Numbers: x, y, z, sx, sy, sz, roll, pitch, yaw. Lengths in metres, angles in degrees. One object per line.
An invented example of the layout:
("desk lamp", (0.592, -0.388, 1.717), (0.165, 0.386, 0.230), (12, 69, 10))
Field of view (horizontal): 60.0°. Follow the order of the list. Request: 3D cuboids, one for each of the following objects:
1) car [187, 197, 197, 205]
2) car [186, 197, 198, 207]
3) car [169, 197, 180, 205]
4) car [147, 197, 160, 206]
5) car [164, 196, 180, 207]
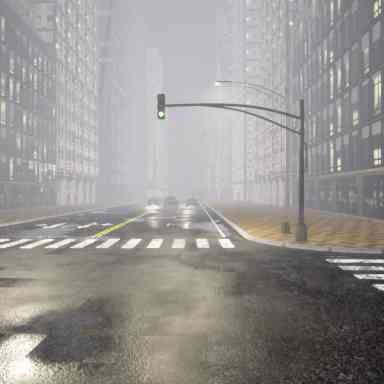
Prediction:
("car", (-0.001, 1.672, 63.059), (1.994, 1.385, 4.181), (0, 0, 0))
("car", (-0.001, 1.676, 53.087), (1.895, 1.301, 4.718), (0, 0, 0))
("car", (-3.252, 1.708, 62.672), (1.895, 1.301, 4.718), (0, 0, 0))
("car", (-6.502, 1.578, 56.809), (2.128, 1.511, 4.902), (0, 0, 0))
("car", (-3.252, 1.425, 52.611), (2.097, 1.767, 4.553), (0, 0, 0))
